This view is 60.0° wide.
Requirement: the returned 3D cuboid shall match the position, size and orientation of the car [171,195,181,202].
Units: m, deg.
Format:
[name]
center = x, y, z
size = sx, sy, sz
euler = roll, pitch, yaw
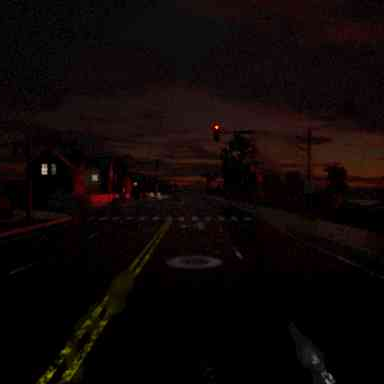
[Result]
[car]
center = -3.238, 1.213, 66.789
size = 1.895, 1.301, 4.718
euler = 0, 0, 0
